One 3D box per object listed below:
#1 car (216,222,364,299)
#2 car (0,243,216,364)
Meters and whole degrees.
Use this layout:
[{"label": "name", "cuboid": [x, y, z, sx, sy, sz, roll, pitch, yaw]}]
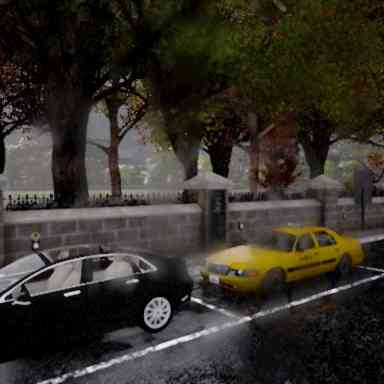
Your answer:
[{"label": "car", "cuboid": [2.414, 1.464, 8.302, 4.829, 1.417, 1.752, -1, 0, -36]}, {"label": "car", "cuboid": [-2.024, 1.539, 5.120, 4.403, 1.369, 2.008, -1, 0, -36]}]
